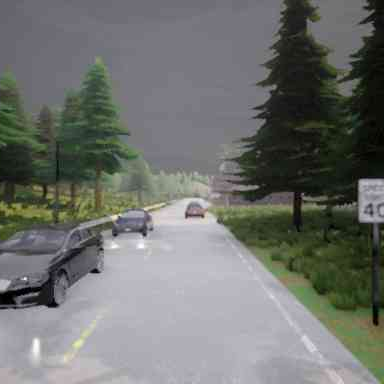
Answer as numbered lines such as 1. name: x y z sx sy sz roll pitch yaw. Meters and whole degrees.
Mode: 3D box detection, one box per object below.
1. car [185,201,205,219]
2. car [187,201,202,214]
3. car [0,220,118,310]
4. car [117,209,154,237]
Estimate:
1. car: 0.278 1.959 34.021 1.994 1.385 4.181 0 -1 1
2. car: 0.317 2.019 44.273 1.837 1.490 4.892 0 0 1
3. car: -3.556 1.586 8.255 2.128 1.511 4.902 0 -1 0
4. car: -3.387 1.756 19.911 1.812 1.442 4.674 0 -1 0
